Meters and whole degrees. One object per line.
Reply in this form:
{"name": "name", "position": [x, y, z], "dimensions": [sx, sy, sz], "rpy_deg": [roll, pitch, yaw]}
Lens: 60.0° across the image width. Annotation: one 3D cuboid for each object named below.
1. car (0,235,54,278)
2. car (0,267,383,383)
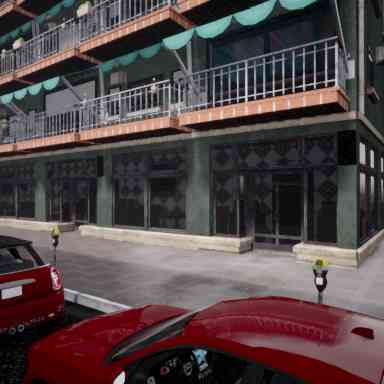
{"name": "car", "position": [-4.107, 1.440, 5.814], "dimensions": [4.097, 1.590, 1.967], "rpy_deg": [0, 0, 36]}
{"name": "car", "position": [0.479, 1.545, 2.536], "dimensions": [4.507, 1.381, 1.887], "rpy_deg": [0, 0, 36]}
